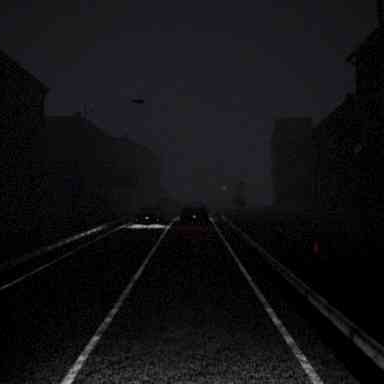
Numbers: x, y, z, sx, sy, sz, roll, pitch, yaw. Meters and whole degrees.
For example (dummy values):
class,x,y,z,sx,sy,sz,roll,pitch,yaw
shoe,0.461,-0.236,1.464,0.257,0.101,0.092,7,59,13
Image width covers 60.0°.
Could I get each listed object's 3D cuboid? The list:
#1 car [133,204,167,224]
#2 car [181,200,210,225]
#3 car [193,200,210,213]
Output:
class,x,y,z,sx,sy,sz,roll,pitch,yaw
car,-2.969,1.550,24.188,1.994,1.385,4.181,0,0,1
car,0.201,1.461,24.139,1.882,1.535,5.008,0,0,1
car,1.251,1.781,41.384,1.812,1.442,4.674,-1,-1,6
